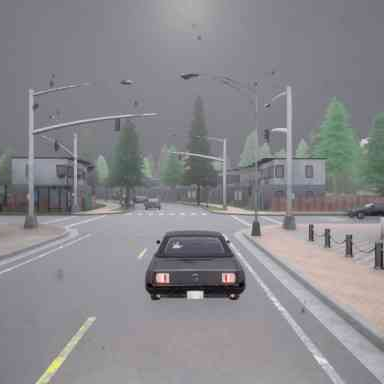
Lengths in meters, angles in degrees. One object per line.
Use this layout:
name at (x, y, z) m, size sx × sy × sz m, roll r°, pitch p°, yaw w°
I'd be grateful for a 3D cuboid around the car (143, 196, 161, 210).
car at (-4.946, 1.491, 42.447) m, size 1.812 × 1.442 × 4.674 m, roll 0°, pitch 0°, yaw -6°

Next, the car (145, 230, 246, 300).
car at (0.033, 1.601, 8.325) m, size 1.895 × 1.301 × 4.718 m, roll 0°, pitch 0°, yaw -1°

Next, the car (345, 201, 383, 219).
car at (15.405, 1.510, 28.052) m, size 4.674 × 1.442 × 1.812 m, roll 0°, pitch 0°, yaw 1°

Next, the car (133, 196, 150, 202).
car at (-10.963, 1.505, 71.921) m, size 1.994 × 1.385 × 4.181 m, roll 0°, pitch 0°, yaw -36°

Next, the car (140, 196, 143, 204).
car at (-6.469, 1.513, 52.017) m, size 2.033 × 1.411 × 5.357 m, roll 0°, pitch 0°, yaw -14°

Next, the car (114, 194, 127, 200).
car at (-16.966, 1.322, 79.982) m, size 4.674 × 1.442 × 1.812 m, roll 0°, pitch 0°, yaw 45°

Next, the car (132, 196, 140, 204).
car at (-9.684, 1.469, 61.465) m, size 1.837 × 1.490 × 4.892 m, roll 0°, pitch 0°, yaw -23°
